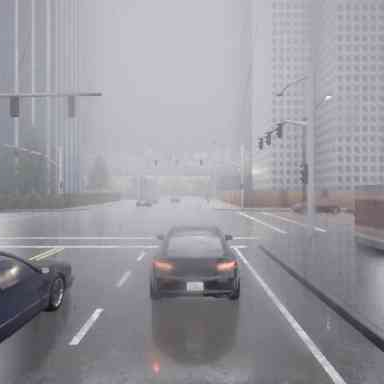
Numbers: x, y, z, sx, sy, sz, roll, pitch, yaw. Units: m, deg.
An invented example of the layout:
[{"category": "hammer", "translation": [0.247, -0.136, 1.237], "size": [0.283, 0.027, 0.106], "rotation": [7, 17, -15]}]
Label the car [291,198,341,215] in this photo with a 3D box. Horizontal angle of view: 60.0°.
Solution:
[{"category": "car", "translation": [12.371, 1.352, 33.470], "size": [4.553, 1.767, 2.097], "rotation": [0, 0, 0]}]

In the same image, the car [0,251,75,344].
[{"category": "car", "translation": [-3.447, 1.547, 4.665], "size": [2.033, 1.411, 5.357], "rotation": [0, 0, 0]}]

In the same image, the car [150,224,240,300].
[{"category": "car", "translation": [0.067, 1.526, 8.262], "size": [1.812, 1.442, 4.674], "rotation": [0, 0, 0]}]

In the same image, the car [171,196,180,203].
[{"category": "car", "translation": [-3.488, 1.547, 69.591], "size": [2.033, 1.411, 5.357], "rotation": [0, 0, 0]}]

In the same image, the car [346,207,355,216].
[{"category": "car", "translation": [16.846, 1.547, 29.953], "size": [5.357, 1.411, 2.033], "rotation": [0, 0, 0]}]

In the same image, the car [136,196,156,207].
[{"category": "car", "translation": [-7.158, 1.491, 50.214], "size": [2.128, 1.511, 4.902], "rotation": [0, 0, 0]}]

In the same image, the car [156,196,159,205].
[{"category": "car", "translation": [-7.145, 1.491, 60.276], "size": [2.128, 1.511, 4.902], "rotation": [0, 0, 0]}]
